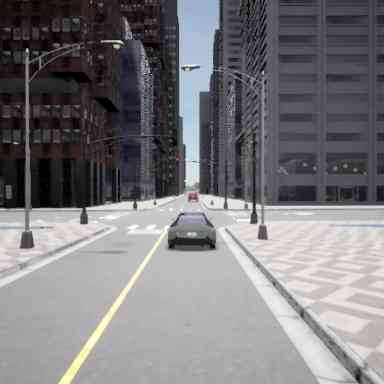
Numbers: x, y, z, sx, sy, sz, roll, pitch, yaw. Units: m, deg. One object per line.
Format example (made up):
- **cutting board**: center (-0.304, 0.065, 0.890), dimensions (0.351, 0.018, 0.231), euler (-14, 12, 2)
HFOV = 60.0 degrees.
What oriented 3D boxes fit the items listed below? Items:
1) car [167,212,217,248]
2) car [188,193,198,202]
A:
- **car**: center (0.000, 1.572, 14.650), dimensions (1.994, 1.385, 4.181), euler (0, 0, 0)
- **car**: center (0.249, 1.134, 75.724), dimensions (2.150, 2.045, 5.566), euler (0, 0, 0)
